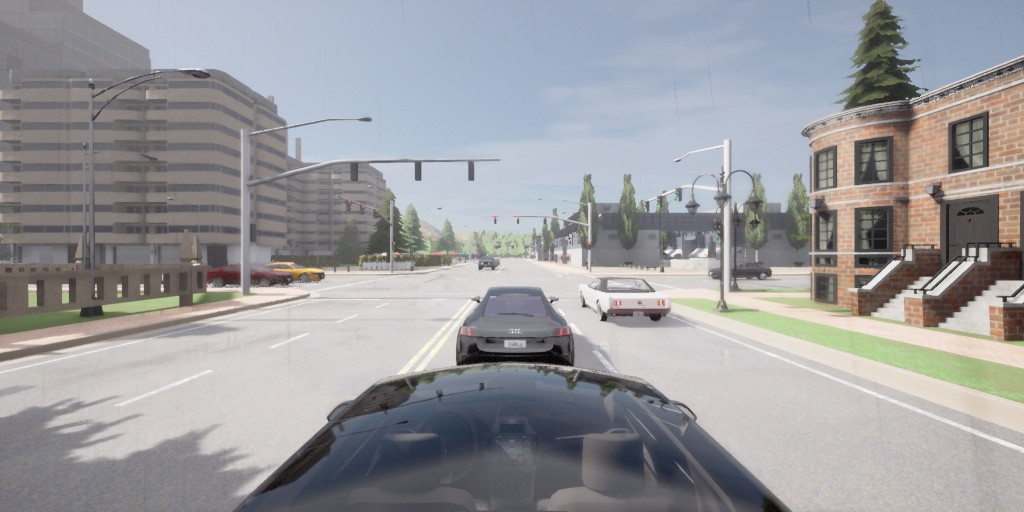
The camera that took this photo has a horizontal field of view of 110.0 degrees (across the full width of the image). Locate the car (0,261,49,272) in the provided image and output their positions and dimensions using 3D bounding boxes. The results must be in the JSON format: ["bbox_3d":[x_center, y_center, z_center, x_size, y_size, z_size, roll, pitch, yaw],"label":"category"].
[{"bbox_3d":[-35.728,1.241,26.772,4.902,1.511,2.128,0,0,0],"label":"car"}]

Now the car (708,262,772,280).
[{"bbox_3d":[19.085,1.255,30.136,4.892,1.490,1.837,0,0,-1],"label":"car"}]

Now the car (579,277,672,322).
[{"bbox_3d":[3.581,1.351,12.346,1.895,1.301,4.718,0,0,0],"label":"car"}]

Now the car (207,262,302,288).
[{"bbox_3d":[-16.726,1.228,23.078,5.008,1.535,1.882,0,0,4],"label":"car"}]

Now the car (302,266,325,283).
[{"bbox_3d":[-16.714,1.228,26.845,5.008,1.535,1.882,0,0,-2],"label":"car"}]

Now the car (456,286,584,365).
[{"bbox_3d":[0.063,1.314,7.497,1.994,1.385,4.181,0,0,0],"label":"car"}]

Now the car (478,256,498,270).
[{"bbox_3d":[-3.591,0.971,51.968,2.150,2.045,5.566,0,0,0],"label":"car"}]

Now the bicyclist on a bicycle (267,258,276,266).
[{"bbox_3d":[-25.251,1.052,37.744,0.582,1.620,1.656,0,0,0],"label":"bicyclist on a bicycle"}]

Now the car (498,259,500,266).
[{"bbox_3d":[-3.569,1.314,62.793,1.994,1.385,4.181,0,0,0],"label":"car"}]
